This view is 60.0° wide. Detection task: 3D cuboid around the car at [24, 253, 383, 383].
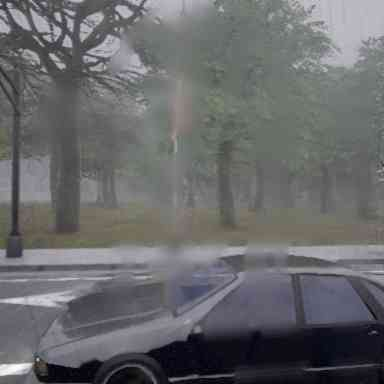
[{"bbox_3d":[0.921,1.568,4.286,5.357,1.411,2.033,1,0,-8],"label":"car"}]
